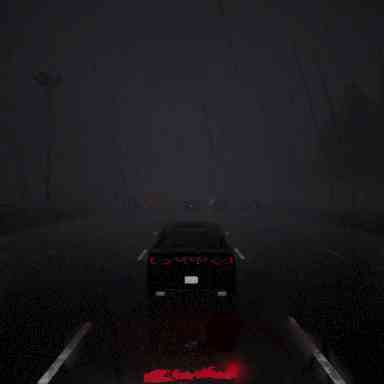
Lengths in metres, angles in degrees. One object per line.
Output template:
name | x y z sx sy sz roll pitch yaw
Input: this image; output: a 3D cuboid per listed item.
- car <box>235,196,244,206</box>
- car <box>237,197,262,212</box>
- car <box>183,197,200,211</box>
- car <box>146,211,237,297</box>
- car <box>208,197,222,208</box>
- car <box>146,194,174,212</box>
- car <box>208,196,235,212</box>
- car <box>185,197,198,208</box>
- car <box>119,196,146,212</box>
car | 6.903 1.352 49.233 2.097 1.767 4.553 0 0 0
car | 6.924 1.564 39.257 1.994 1.385 4.181 0 0 0
car | -0.073 1.564 39.453 1.994 1.385 4.181 0 0 0
car | -0.016 1.478 8.636 1.882 1.535 5.008 0 0 0
car | 3.404 1.526 49.294 1.812 1.442 4.674 0 0 0
car | -3.577 1.221 38.695 2.150 2.045 5.566 0 0 0
car | 3.426 1.491 39.079 2.128 1.511 4.902 0 0 0
car | -0.095 1.505 49.458 1.837 1.490 4.892 0 0 0
car | -7.077 1.547 38.626 2.033 1.411 5.357 0 0 0
